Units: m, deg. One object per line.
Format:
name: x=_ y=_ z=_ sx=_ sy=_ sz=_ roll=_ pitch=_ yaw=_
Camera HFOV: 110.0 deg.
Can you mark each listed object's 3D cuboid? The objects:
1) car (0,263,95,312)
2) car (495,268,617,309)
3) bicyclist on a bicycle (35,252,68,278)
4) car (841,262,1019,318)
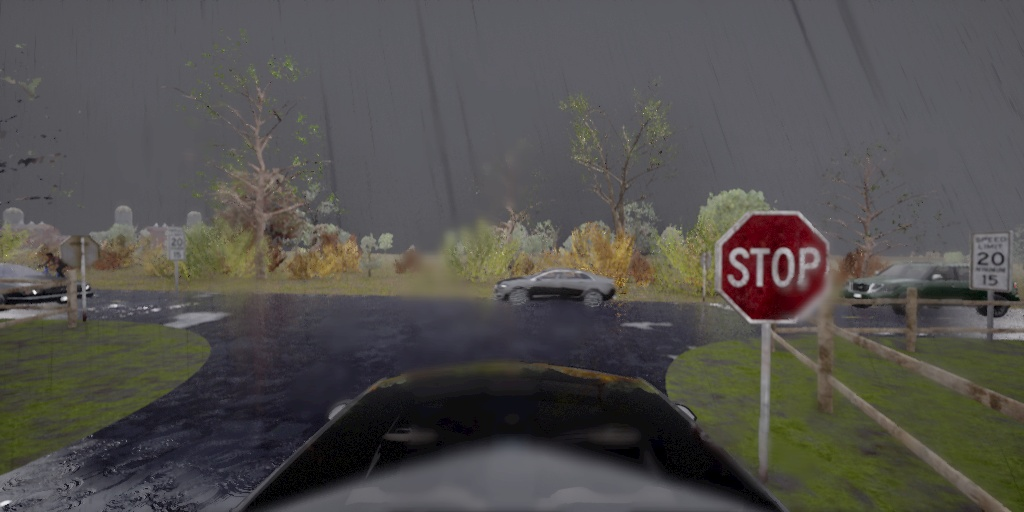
car: x=-17.197 y=0.939 z=11.707 sx=5.357 sy=1.411 sz=2.033 roll=1 pitch=1 yaw=0
car: x=1.759 y=1.238 z=14.672 sx=4.902 sy=1.511 sz=2.128 roll=2 pitch=0 yaw=0
bicyclist on a bicycle: x=-22.608 y=0.650 z=17.686 sx=0.582 sy=1.620 sz=1.656 roll=1 pitch=0 yaw=0
car: x=16.906 y=1.294 z=14.660 sx=5.566 sy=2.045 sz=2.150 roll=0 pitch=1 yaw=0
